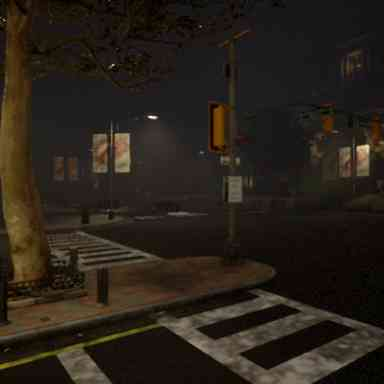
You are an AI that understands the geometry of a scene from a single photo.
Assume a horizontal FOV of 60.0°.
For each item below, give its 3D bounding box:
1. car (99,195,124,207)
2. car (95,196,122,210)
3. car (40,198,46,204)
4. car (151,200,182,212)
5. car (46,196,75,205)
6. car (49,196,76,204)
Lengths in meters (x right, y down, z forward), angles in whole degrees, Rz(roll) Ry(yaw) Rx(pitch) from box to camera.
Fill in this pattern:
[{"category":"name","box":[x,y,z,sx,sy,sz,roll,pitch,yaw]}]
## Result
[{"category":"car","box":[-12.414,1.342,50.910,2.097,1.767,4.553,0,0,-37]},{"category":"car","box":[-11.098,1.557,43.331,1.994,1.385,4.181,0,0,-36]},{"category":"car","box":[-29.117,1.519,61.805,4.674,1.442,1.812,0,0,28]},{"category":"car","box":[-2.940,1.555,37.734,1.994,1.385,4.181,0,0,-35]},{"category":"car","box":[-22.217,1.541,56.962,5.357,1.411,2.033,0,0,40]},{"category":"car","box":[-24.775,1.540,63.449,5.357,1.411,2.033,0,0,31]}]
